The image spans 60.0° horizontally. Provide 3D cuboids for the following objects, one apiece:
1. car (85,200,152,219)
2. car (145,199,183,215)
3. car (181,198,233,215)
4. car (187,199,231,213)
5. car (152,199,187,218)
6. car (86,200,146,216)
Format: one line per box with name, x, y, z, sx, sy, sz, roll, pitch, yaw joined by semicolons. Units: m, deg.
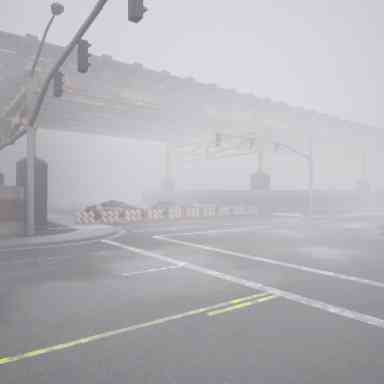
car;-6.188;1.453;27.612;4.974;1.542;2.038;0;0;8
car;-2.424;1.295;30.343;1.853;1.218;4.536;0;0;18
car;1.475;1.453;34.049;4.974;1.542;2.038;0;0;-7
car;1.423;1.295;34.042;4.536;1.218;1.853;0;0;-7
car;-2.440;1.453;30.293;2.038;1.542;4.974;0;0;18
car;-6.239;1.295;27.619;4.536;1.218;1.853;0;0;8
